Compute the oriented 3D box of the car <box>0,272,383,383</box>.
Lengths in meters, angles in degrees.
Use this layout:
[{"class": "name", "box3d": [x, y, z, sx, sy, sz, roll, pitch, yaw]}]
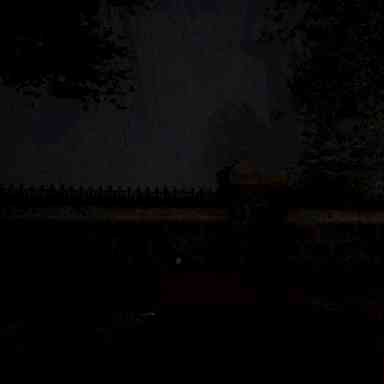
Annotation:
[{"class": "car", "box3d": [0.057, 1.515, 3.174, 4.507, 1.381, 1.887, 1, 0, -8]}]
